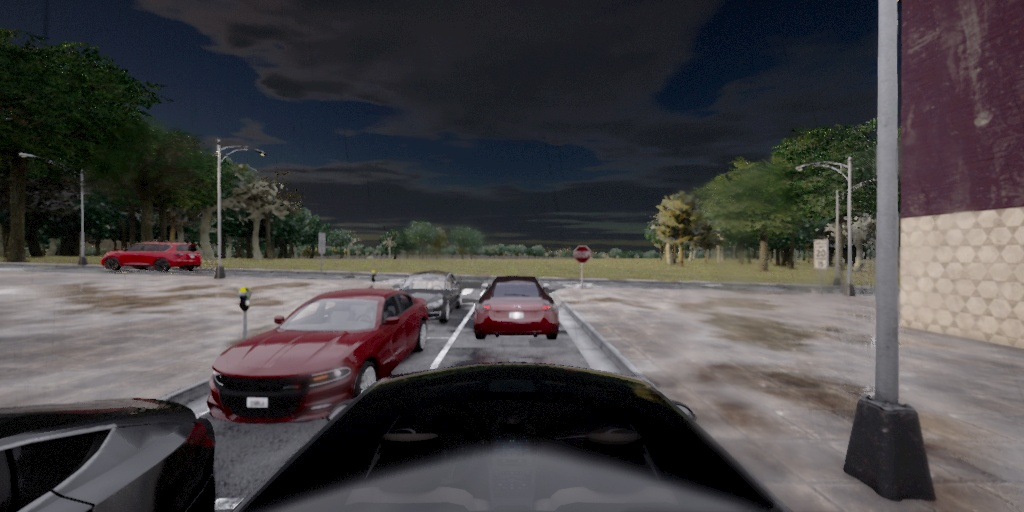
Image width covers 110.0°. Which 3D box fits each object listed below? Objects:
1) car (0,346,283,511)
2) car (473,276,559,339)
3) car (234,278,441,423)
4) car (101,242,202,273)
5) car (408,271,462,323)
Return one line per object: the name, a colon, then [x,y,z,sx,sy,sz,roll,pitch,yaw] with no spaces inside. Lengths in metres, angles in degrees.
car: [-2.638,1.331,0.418,1.948,1.339,4.313,0,0,0]
car: [0.100,1.218,9.709,1.994,1.385,4.181,0,1,0]
car: [-2.634,1.244,5.958,1.888,1.381,4.507,0,0,0]
car: [-24.897,0.060,24.927,5.566,2.045,2.150,2,0,0]
car: [-2.630,1.183,11.499,2.007,1.370,4.403,0,0,0]
